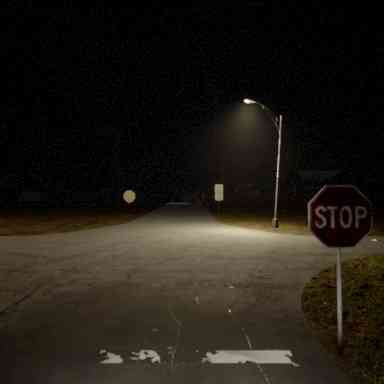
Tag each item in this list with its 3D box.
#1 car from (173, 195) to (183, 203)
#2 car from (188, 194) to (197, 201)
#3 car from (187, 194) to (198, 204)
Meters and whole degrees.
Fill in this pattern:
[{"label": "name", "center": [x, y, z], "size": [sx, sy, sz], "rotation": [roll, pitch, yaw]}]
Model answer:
[{"label": "car", "center": [-2.641, 1.332, 65.412], "size": [2.033, 1.411, 5.357], "rotation": [0, 0, 0]}, {"label": "car", "center": [0.119, 1.195, 71.248], "size": [2.033, 1.411, 5.357], "rotation": [0, 0, 0]}, {"label": "car", "center": [0.101, 1.303, 60.810], "size": [2.128, 1.511, 4.902], "rotation": [0, 0, 0]}]
